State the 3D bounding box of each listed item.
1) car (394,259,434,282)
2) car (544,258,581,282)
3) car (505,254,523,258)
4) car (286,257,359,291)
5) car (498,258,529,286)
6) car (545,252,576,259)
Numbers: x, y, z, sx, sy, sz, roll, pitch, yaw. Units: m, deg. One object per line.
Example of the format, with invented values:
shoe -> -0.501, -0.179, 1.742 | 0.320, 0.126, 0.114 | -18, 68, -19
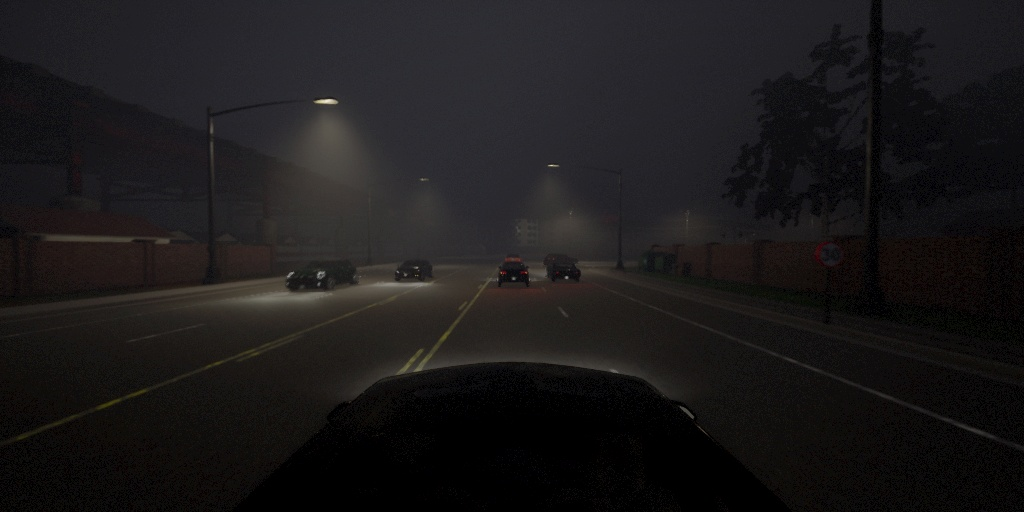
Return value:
car -> -7.025, 0.983, 26.108 | 1.837, 1.490, 4.892 | 0, 1, 0
car -> 3.597, 1.083, 25.823 | 1.895, 1.301, 4.718 | 0, 1, 0
car -> 0.186, 0.475, 43.363 | 2.097, 1.767, 4.553 | 0, 1, 2
car -> -10.570, 0.932, 20.301 | 2.097, 1.767, 4.553 | 0, 1, 0
car -> 0.097, 1.065, 22.778 | 1.812, 1.442, 4.674 | 0, 1, 0
car -> 6.432, 0.411, 46.593 | 4.553, 1.767, 2.097 | -1, 2, -37
